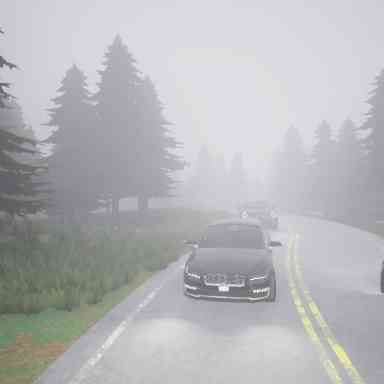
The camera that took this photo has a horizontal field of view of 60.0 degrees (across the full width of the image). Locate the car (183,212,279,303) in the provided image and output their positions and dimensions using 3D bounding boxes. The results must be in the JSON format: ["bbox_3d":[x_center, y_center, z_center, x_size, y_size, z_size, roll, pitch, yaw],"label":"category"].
[{"bbox_3d":[1.100,1.496,8.421,1.837,1.490,4.892,-1,0,13],"label":"car"}]

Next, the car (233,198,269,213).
[{"bbox_3d":[6.241,1.410,35.737,1.837,1.490,4.892,2,-1,-15],"label":"car"}]

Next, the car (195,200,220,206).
[{"bbox_3d":[1.967,1.799,44.867,1.812,1.442,4.674,3,-5,-35],"label":"car"}]

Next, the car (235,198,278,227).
[{"bbox_3d":[3.908,1.269,20.432,2.097,1.767,4.553,-1,0,5],"label":"car"}]

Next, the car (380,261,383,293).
[{"bbox_3d":[4.498,1.308,4.647,2.097,1.767,4.553,-1,0,8],"label":"car"}]
